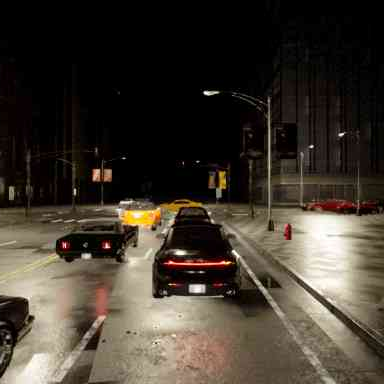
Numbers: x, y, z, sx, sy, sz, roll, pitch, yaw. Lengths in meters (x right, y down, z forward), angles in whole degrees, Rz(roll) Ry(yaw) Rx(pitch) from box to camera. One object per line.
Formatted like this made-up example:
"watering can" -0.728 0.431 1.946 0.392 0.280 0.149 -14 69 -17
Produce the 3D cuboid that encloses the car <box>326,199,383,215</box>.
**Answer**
"car" 15.361 1.577 31.336 4.206 1.307 1.802 0 0 -1

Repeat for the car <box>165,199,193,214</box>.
"car" -1.377 1.598 36.819 5.008 1.535 1.882 0 -1 -1

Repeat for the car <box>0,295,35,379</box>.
"car" -3.154 1.548 2.284 2.033 1.411 5.357 0 0 0

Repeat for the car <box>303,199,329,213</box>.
"car" 15.473 1.541 37.110 5.008 1.535 1.882 0 -1 -1

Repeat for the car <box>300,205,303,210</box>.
"car" 15.244 1.663 39.860 4.313 1.339 1.947 0 0 -1

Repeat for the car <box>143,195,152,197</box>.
"car" -9.645 1.603 71.837 2.150 2.045 5.566 0 0 0

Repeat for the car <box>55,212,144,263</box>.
"car" -3.131 1.615 12.071 1.895 1.301 4.718 0 0 0

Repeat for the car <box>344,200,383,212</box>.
"car" 20.884 1.644 39.940 4.313 1.339 1.947 0 0 -1

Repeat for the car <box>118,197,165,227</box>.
"car" -3.118 1.396 21.065 2.097 1.767 4.553 0 0 0

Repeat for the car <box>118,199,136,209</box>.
"car" -9.769 1.746 50.475 1.812 1.442 4.674 0 0 0

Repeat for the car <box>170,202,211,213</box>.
"car" 0.026 1.510 17.954 1.882 1.535 5.008 0 0 0

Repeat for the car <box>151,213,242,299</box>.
"car" 0.110 1.512 8.462 1.837 1.490 4.892 0 0 0
